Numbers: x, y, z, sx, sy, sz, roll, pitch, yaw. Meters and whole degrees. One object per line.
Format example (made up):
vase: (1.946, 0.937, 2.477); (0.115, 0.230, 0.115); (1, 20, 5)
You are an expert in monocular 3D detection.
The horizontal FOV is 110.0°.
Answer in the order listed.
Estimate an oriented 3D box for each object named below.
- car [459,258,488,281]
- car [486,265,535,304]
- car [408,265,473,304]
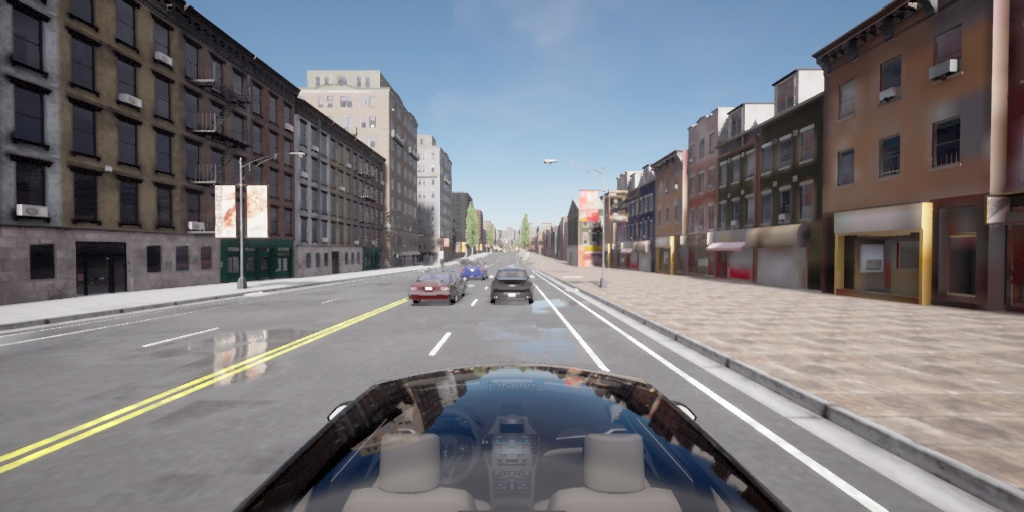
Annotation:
car: (-3.250, 1.201, 31.479); (2.097, 1.767, 4.553); (0, 0, 0)
car: (0.000, 1.283, 16.504); (1.837, 1.490, 4.892); (0, 0, 0)
car: (-3.250, 1.330, 16.504); (2.033, 1.411, 5.357); (0, 0, 0)
